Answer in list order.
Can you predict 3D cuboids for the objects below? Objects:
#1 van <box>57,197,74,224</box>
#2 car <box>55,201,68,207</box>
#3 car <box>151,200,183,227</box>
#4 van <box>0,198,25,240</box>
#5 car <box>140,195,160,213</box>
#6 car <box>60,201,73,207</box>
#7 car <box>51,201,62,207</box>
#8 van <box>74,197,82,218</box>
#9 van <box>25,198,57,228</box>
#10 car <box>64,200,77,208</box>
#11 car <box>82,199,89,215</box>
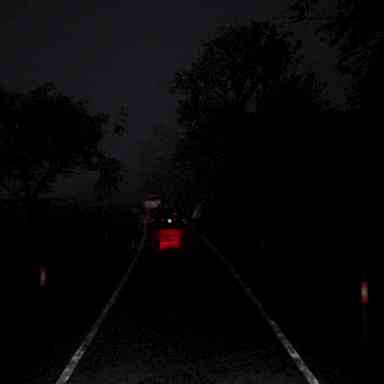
[{"bbox_3d":[-10.863,1.443,25.968,1.878,1.987,4.442,1,-2,-8],"label":"van"},{"bbox_3d":[-32.666,2.979,83.275,2.097,1.535,5.008,0,-2,-32],"label":"car"},{"bbox_3d":[-1.762,1.585,23.696,1.837,1.490,4.892,0,0,-8],"label":"car"},{"bbox_3d":[-9.460,1.319,14.887,1.878,1.987,4.442,1,-2,-7],"label":"van"},{"bbox_3d":[-5.013,1.416,40.513,2.150,2.045,5.566,0,0,-13],"label":"car"},{"bbox_3d":[-29.686,2.820,78.407,2.231,1.521,4.892,-1,-2,-29],"label":"car"},{"bbox_3d":[-36.087,3.173,88.483,2.002,1.452,4.674,0,-1,-34],"label":"car"},{"bbox_3d":[-11.846,1.521,31.475,1.878,1.987,4.442,2,-2,-14],"label":"van"},{"bbox_3d":[-10.070,1.376,20.434,1.878,1.987,4.442,1,-2,-8],"label":"van"},{"bbox_3d":[-26.632,2.660,72.868,2.097,1.535,5.008,-1,-1,-28],"label":"car"},{"bbox_3d":[-13.036,1.830,36.859,1.946,1.575,5.366,2,-2,-12],"label":"car"}]
